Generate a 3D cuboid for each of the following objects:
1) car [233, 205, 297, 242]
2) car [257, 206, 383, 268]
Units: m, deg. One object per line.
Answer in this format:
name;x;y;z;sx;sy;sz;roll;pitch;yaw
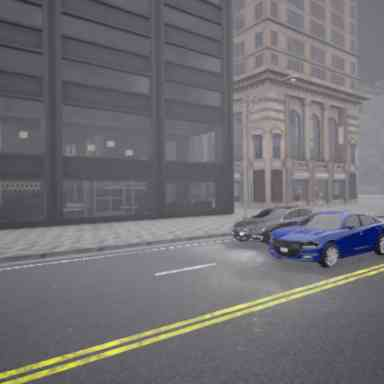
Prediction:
car;3.924;1.373;14.444;4.892;1.490;1.837;-1;0;-35
car;4.685;1.361;11.000;5.008;1.535;1.882;-1;0;-35
